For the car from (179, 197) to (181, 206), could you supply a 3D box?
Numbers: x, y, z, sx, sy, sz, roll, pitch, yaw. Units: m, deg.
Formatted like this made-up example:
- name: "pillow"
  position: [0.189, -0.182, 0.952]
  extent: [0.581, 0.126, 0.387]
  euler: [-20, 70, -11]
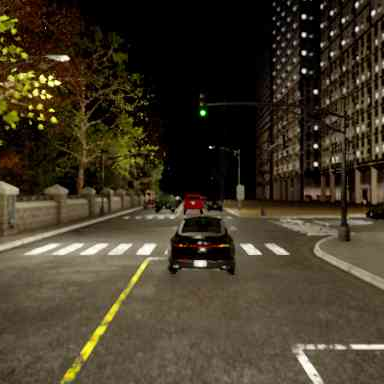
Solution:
- name: "car"
  position: [-3.032, 1.721, 48.565]
  extent: [1.994, 1.385, 4.181]
  euler: [0, 0, 1]

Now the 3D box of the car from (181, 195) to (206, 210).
- name: "car"
  position: [0.119, 1.342, 38.339]
  extent: [2.150, 2.045, 5.566]
  euler: [0, 0, 0]

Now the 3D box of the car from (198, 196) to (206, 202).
- name: "car"
  position: [2.734, 1.882, 91.054]
  extent: [2.008, 1.369, 4.403]
  euler: [0, 0, 0]

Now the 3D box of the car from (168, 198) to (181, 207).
- name: "car"
  position: [-2.999, 1.788, 56.727]
  extent: [1.895, 1.301, 4.718]
  euler: [0, 0, 1]

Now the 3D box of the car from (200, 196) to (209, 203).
- name: "car"
  position: [2.726, 1.698, 74.159]
  extent: [1.967, 1.590, 4.097]
  euler: [0, 0, 0]

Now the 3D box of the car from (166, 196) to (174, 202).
- name: "car"
  position: [-5.650, 1.851, 85.426]
  extent: [1.887, 1.381, 4.507]
  euler: [0, 0, 0]

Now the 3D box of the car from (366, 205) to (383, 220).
- name: "car"
  position: [14.681, 1.366, 23.568]
  extent: [4.181, 1.385, 1.994]
  euler: [-1, 0, 0]

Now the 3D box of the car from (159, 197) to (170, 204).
- name: "car"
  position: [-5.657, 1.759, 68.360]
  extent: [1.752, 1.417, 4.829]
  euler: [0, 0, 0]

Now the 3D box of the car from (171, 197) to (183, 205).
- name: "car"
  position: [-2.969, 1.720, 66.952]
  extent: [2.128, 1.511, 4.902]
  euler: [0, 0, 0]

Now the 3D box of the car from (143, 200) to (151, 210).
- name: "car"
  position: [-5.668, 1.729, 46.000]
  extent: [1.802, 1.307, 4.206]
  euler: [0, 0, 0]

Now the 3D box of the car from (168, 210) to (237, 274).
- name: "car"
  position: [0.379, 1.536, 10.680]
  extent: [1.837, 1.490, 4.892]
  euler: [0, 0, 4]

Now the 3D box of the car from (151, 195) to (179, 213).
- name: "car"
  position: [-3.072, 1.345, 39.190]
  extent: [2.150, 2.045, 5.566]
  euler: [0, 0, 0]

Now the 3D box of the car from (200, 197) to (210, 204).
- name: "car"
  position: [2.724, 1.779, 68.527]
  extent: [1.887, 1.381, 4.507]
  euler: [0, 0, 0]

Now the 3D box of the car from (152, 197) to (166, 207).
- name: "car"
  position: [-5.662, 1.629, 57.266]
  extent: [1.967, 1.590, 4.097]
  euler: [0, 0, 0]

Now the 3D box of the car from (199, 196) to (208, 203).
- name: "car"
  position: [2.729, 1.722, 79.790]
  extent: [1.967, 1.590, 4.097]
  euler: [0, 0, 0]

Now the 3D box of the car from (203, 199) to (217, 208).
- name: "car"
  position: [2.715, 1.734, 51.629]
  extent: [1.947, 1.339, 4.313]
  euler: [0, 0, 0]

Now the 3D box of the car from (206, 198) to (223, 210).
- name: "car"
  position: [2.710, 1.694, 40.363]
  extent: [1.947, 1.339, 4.313]
  euler: [0, 0, 0]

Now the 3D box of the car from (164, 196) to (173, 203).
- name: "car"
  position: [-5.651, 1.722, 79.794]
  extent: [1.967, 1.590, 4.097]
  euler: [0, 0, 0]

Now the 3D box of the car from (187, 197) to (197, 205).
- name: "car"
  position: [0.031, 1.706, 67.234]
  extent: [1.882, 1.535, 5.008]
  euler: [0, 0, 0]
